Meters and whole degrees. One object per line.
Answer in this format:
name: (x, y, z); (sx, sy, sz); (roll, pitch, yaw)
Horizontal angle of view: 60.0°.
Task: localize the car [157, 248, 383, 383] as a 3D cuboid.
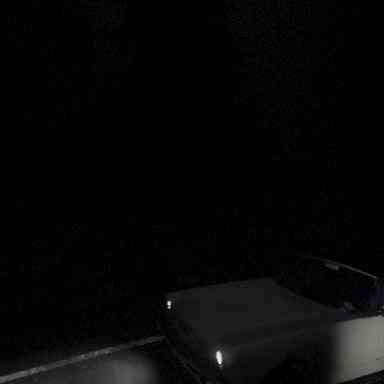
car: (1.970, 1.527, 4.458); (4.718, 1.301, 1.895); (-1, 1, -22)
